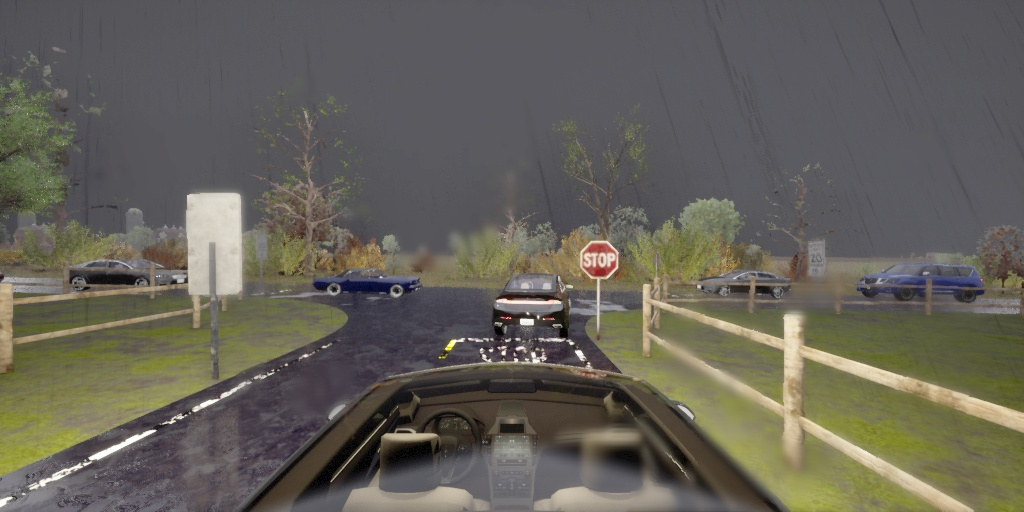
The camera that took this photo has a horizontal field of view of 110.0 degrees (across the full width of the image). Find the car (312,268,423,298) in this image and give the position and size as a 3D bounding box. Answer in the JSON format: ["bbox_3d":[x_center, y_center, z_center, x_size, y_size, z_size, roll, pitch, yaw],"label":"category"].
[{"bbox_3d":[-6.810,1.249,17.323,4.718,1.301,1.895,1,1,0],"label":"car"}]

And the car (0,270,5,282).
[{"bbox_3d":[-27.781,0.718,17.365,4.674,1.442,1.812,1,1,0],"label":"car"}]

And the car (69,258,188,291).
[{"bbox_3d":[-18.478,0.885,17.350,4.902,1.511,2.128,1,1,0],"label":"car"}]

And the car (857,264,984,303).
[{"bbox_3d":[22.914,1.466,20.214,5.566,2.045,2.150,1,1,0],"label":"car"}]

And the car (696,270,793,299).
[{"bbox_3d":[13.018,1.525,20.233,4.902,1.511,2.128,1,1,0],"label":"car"}]

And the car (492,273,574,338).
[{"bbox_3d":[0.713,1.240,10.285,2.128,1.511,4.902,0,0,9],"label":"car"}]
